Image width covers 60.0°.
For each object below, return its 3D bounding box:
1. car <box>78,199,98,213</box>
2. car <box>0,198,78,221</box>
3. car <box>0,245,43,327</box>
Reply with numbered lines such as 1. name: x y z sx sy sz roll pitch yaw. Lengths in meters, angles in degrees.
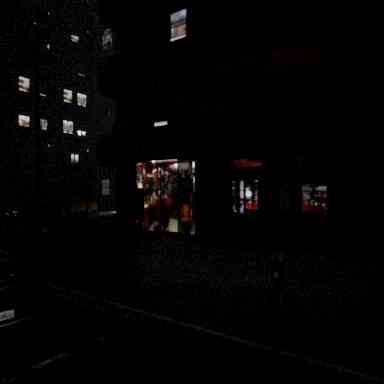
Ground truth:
1. car: -10.949 1.245 30.497 1.752 1.417 4.829 1 1 35
2. car: -11.497 1.291 25.206 1.837 1.490 4.892 0 0 35
3. car: -4.473 1.550 6.062 4.403 1.369 2.008 0 0 35
